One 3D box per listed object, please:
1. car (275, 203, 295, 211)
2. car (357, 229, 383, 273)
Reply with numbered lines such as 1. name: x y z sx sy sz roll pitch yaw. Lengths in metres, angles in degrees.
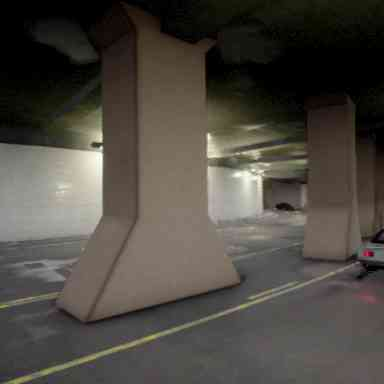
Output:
1. car: 16.309 2.648 58.874 1.837 1.490 4.892 0 -2 -11
2. car: 6.923 1.756 10.408 1.895 1.301 4.718 -2 -2 44
